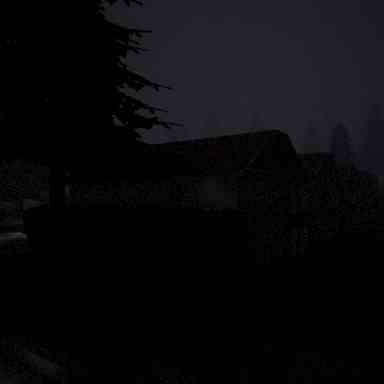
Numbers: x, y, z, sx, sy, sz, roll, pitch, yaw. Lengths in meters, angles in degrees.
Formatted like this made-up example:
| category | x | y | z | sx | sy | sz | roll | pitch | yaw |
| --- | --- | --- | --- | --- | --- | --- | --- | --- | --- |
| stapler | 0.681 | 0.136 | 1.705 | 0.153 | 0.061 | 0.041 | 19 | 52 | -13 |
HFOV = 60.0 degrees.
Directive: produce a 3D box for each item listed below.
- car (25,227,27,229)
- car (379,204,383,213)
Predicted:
| category | x | y | z | sx | sy | sz | roll | pitch | yaw |
| --- | --- | --- | --- | --- | --- | --- | --- | --- | --- |
| car | -9.407 | 1.866 | 23.729 | 2.097 | 1.767 | 4.553 | -1 | -1 | 36 |
| car | 22.622 | 2.037 | 41.474 | 4.902 | 1.511 | 2.128 | -1 | -1 | 29 |
